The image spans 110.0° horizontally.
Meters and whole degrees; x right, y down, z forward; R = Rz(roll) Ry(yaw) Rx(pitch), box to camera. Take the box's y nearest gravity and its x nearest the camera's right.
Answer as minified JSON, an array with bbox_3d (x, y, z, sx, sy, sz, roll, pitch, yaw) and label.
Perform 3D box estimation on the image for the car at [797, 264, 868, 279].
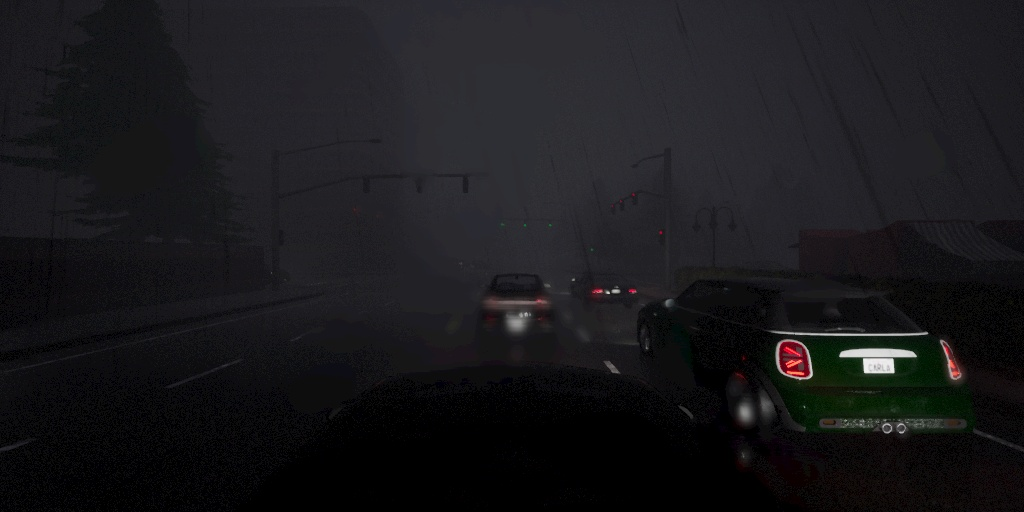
[{"bbox_3d":[29.077,1.406,32.647,4.718,1.301,1.895,0,0,1],"label":"car"}]

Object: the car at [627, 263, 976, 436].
[{"bbox_3d":[3.630,1.102,5.658,2.097,1.767,4.553,0,0,0],"label":"car"}]

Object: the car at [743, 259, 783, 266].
[{"bbox_3d":[20.862,1.157,29.076,4.553,1.767,2.097,0,0,1],"label":"car"}]

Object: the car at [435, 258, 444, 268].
[{"bbox_3d":[-10.193,1.351,56.502,1.895,1.301,4.718,0,0,-26],"label":"car"}]

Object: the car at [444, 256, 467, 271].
[{"bbox_3d":[-7.625,1.102,47.886,2.097,1.767,4.553,0,0,-12],"label":"car"}]

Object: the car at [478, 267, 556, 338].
[{"bbox_3d":[0.139,1.242,10.161,2.128,1.511,4.902,0,0,1],"label":"car"}]

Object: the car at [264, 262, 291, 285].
[{"bbox_3d":[-18.796,1.157,26.197,4.553,1.767,2.097,0,0,1],"label":"car"}]

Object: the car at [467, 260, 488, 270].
[{"bbox_3d":[-4.714,1.314,51.516,1.994,1.385,4.181,0,0,-18],"label":"car"}]

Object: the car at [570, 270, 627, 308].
[{"bbox_3d":[3.709,1.298,15.215,2.033,1.411,5.357,0,0,1],"label":"car"}]
